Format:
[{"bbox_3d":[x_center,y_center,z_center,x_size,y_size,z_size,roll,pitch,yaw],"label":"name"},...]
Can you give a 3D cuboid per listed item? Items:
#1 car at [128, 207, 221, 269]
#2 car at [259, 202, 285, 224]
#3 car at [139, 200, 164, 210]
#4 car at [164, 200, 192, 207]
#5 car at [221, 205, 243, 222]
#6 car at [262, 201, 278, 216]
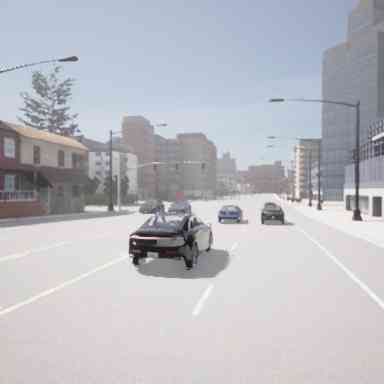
[{"bbox_3d":[-0.509,1.459,11.144,2.128,1.511,4.902,0,0,12],"label":"car"},{"bbox_3d":[6.688,1.802,27.717,2.128,1.511,4.902,0,-1,12],"label":"car"},{"bbox_3d":[-4.849,1.745,40.994,2.097,1.767,4.553,0,-1,12],"label":"car"},{"bbox_3d":[-1.429,1.810,40.248,2.097,1.767,4.553,0,-1,12],"label":"car"},{"bbox_3d":[3.403,1.851,29.088,2.033,1.411,5.357,0,-1,12],"label":"car"},{"bbox_3d":[9.677,2.004,41.416,1.837,1.490,4.892,0,0,12],"label":"car"}]
